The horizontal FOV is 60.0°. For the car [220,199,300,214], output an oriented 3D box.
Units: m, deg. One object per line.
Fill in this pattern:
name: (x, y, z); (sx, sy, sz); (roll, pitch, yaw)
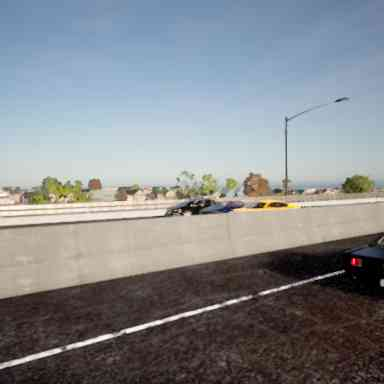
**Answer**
car: (4.344, 1.211, 19.812); (5.008, 1.535, 1.882); (-1, 1, -35)

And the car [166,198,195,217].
car: (0.331, 1.234, 25.547); (4.892, 1.490, 1.837); (-1, 1, -35)

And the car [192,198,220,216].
car: (2.477, 1.292, 22.774); (4.181, 1.385, 1.994); (-1, 1, -35)

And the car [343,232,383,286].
car: (5.599, 1.442, 7.655); (4.718, 1.301, 1.895); (-1, 1, -35)
